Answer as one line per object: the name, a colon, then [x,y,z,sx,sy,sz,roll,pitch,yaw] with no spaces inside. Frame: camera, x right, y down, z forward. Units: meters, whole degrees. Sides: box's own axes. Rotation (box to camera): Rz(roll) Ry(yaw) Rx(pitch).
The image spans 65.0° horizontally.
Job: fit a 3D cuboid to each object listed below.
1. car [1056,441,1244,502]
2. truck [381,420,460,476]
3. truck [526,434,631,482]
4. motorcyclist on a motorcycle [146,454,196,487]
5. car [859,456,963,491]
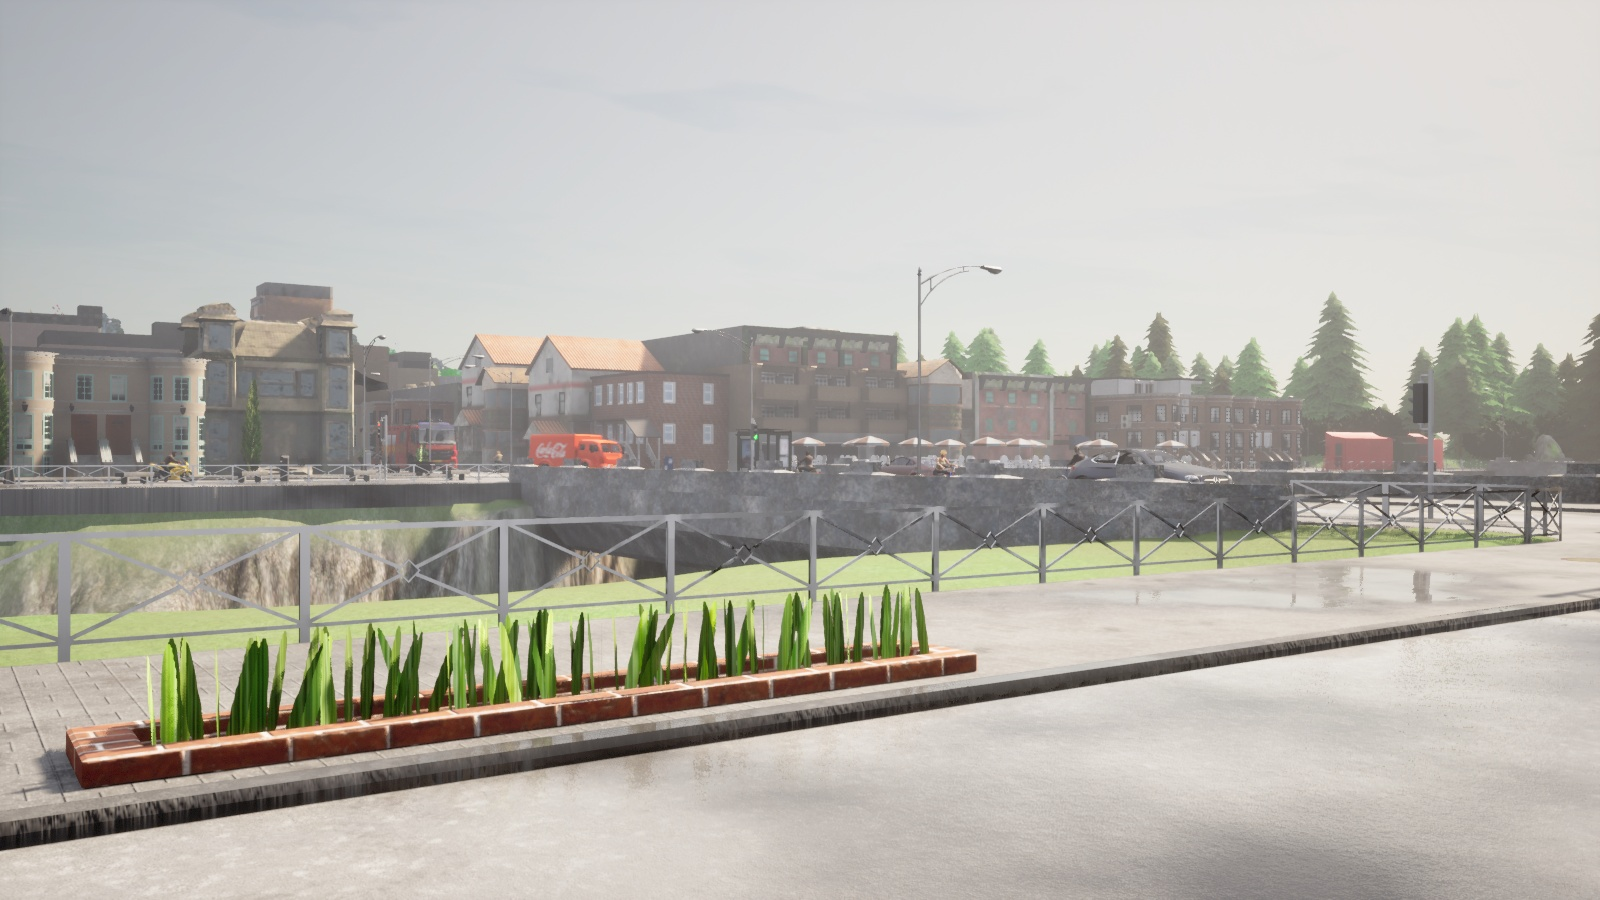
car: [10.046,0.591,36.433,2.152,1.651,5.027,0,0,-35]
truck: [-27.254,-0.142,89.950,2.891,3.827,8.468,0,0,-35]
truck: [-11.834,0.442,67.052,5.204,2.467,2.627,0,-1,36]
motorcyclist on a motorcycle: [-29.513,0.934,58.929,2.044,1.523,0.797,0,0,-35]
car: [4.506,0.925,51.382,1.994,1.385,4.181,0,0,-35]
